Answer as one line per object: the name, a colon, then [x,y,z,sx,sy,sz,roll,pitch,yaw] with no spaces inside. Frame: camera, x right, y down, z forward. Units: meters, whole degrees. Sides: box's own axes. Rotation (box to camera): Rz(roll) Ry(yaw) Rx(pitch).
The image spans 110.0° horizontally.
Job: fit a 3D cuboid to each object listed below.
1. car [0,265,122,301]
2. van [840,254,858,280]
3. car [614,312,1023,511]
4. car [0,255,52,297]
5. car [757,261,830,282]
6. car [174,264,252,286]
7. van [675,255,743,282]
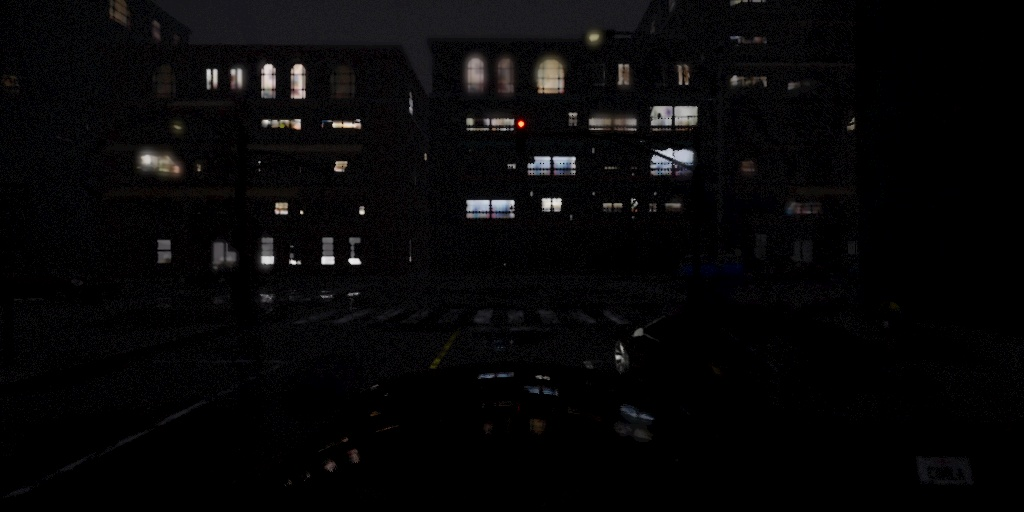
car: [-19.677,1.103,15.572,4.097,1.591,1.967,0,0,0]
van: [24.333,0.717,23.882,3.998,1.789,1.690,0,0,0]
car: [2.561,1.287,4.220,1.948,1.339,4.313,0,0,0]
car: [-27.550,0.948,18.213,5.566,2.045,2.150,0,0,0]
car: [18.693,0.993,23.843,4.207,1.307,1.802,0,0,0]
car: [-19.732,1.207,23.711,4.403,1.370,2.007,0,0,0]
van: [13.052,0.787,23.805,3.998,1.789,1.690,0,0,0]
